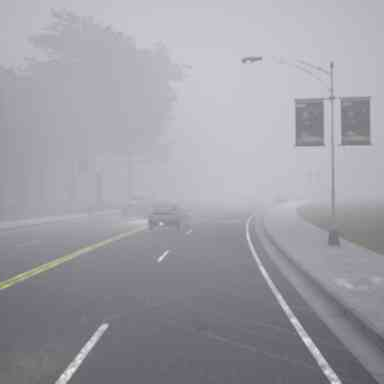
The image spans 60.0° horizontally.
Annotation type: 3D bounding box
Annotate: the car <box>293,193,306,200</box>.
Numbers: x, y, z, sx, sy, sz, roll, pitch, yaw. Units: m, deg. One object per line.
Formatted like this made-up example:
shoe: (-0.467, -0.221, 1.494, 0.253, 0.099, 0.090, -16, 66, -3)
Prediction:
car: (24.470, 1.021, 75.969, 1.812, 1.442, 4.674, -1, 0, 36)

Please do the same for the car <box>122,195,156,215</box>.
car: (-5.246, 1.290, 34.760, 2.150, 2.045, 5.566, 0, 0, 15)

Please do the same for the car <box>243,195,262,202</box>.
car: (13.198, 1.371, 70.437, 2.033, 1.411, 5.357, -1, 0, 30)

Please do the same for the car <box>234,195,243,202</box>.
car: (10.908, 1.331, 72.934, 1.882, 1.535, 5.008, -1, 0, 30)

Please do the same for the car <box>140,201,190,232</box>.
car: (-1.319, 1.523, 20.652, 2.128, 1.511, 4.902, 0, 0, 9)

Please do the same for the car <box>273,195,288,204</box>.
car: (16.050, 1.345, 60.049, 1.837, 1.490, 4.892, -1, 0, 28)

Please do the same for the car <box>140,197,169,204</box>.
car: (-2.752, 1.541, 31.169, 2.128, 1.511, 4.902, 0, 0, 13)
